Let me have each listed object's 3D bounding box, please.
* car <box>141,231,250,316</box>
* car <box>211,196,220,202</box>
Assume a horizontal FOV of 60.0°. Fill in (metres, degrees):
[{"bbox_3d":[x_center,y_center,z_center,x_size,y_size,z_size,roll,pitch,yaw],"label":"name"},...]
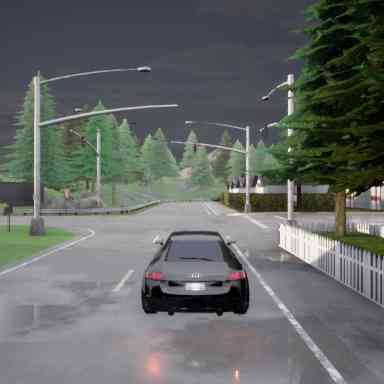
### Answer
[{"bbox_3d":[0.075,1.564,7.604,1.994,1.385,4.181,0,0,1],"label":"car"},{"bbox_3d":[6.702,1.525,72.823,5.357,1.411,2.033,0,0,-22],"label":"car"}]
